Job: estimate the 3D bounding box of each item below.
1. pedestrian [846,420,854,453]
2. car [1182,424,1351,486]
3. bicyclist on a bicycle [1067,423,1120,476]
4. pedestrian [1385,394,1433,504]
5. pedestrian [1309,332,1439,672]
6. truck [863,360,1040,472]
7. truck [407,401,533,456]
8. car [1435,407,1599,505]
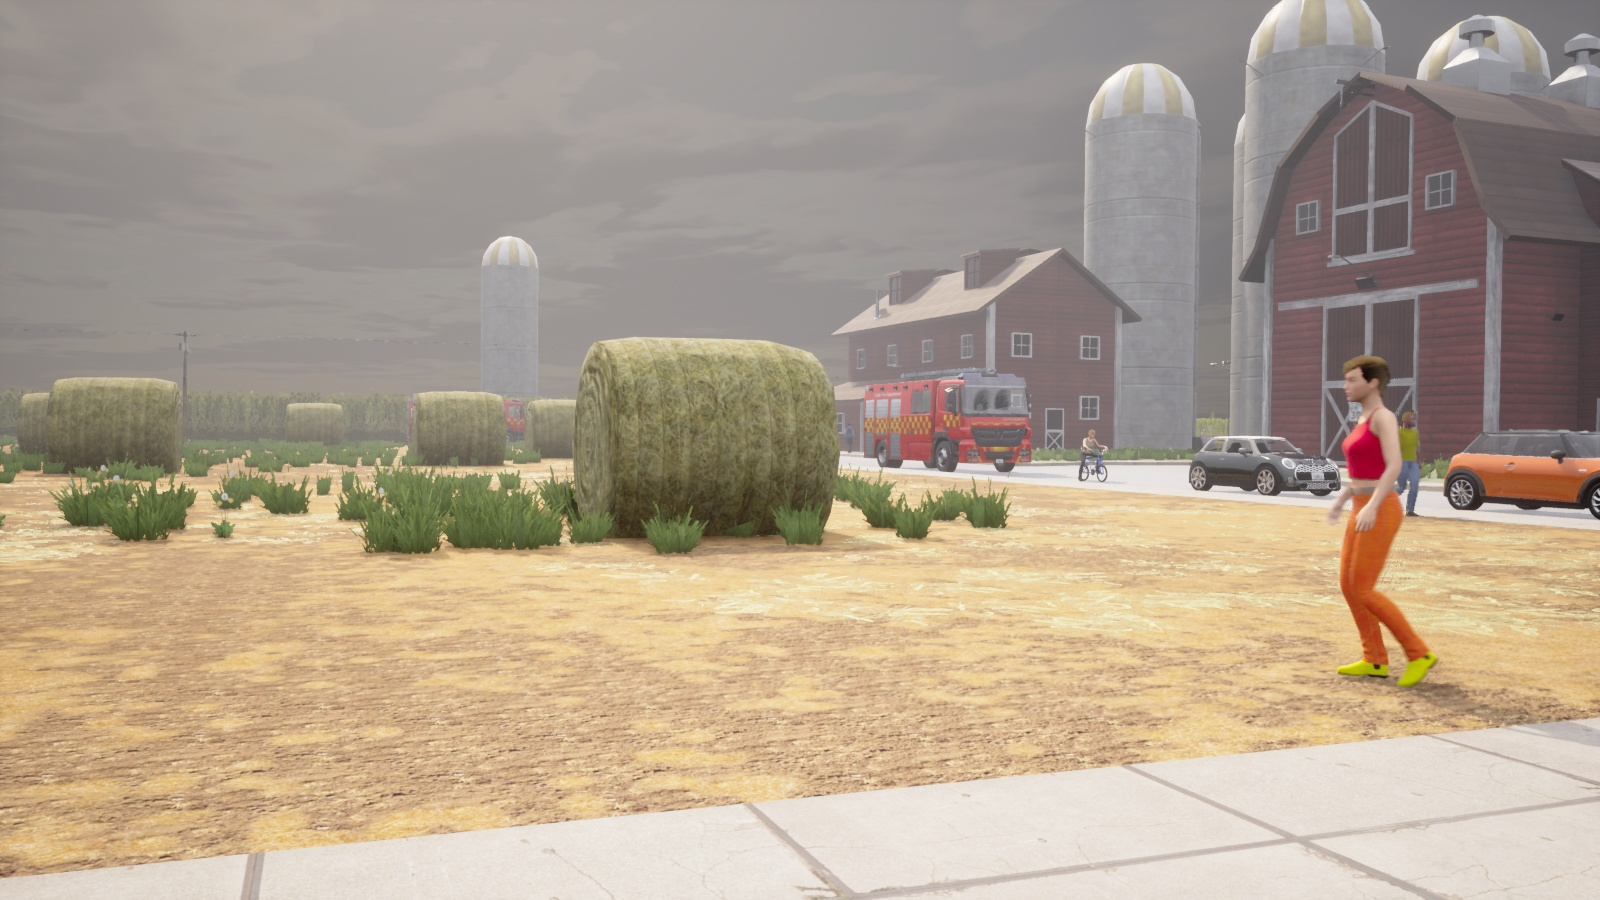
[{"bbox_3d":[2.952,-0.809,74.430,0.396,1.930,0.692,0,1,10],"label":"pedestrian"},{"bbox_3d":[11.792,0.089,31.991,1.970,1.475,3.806,-1,1,-22],"label":"car"},{"bbox_3d":[9.057,-0.021,38.790,0.866,1.612,1.509,-1,1,-22],"label":"bicyclist on a bicycle"},{"bbox_3d":[10.356,-0.029,21.371,0.354,1.836,0.706,-1,1,-15],"label":"pedestrian"},{"bbox_3d":[3.193,0.281,7.013,0.594,1.836,0.345,0,1,11],"label":"pedestrian"},{"bbox_3d":[5.506,-1.246,47.608,2.891,3.827,8.468,-2,1,-22],"label":"truck"},{"bbox_3d":[-23.816,-1.585,90.712,8.468,3.827,2.891,-1,1,-21],"label":"truck"},{"bbox_3d":[14.920,0.071,24.185,2.097,1.767,4.553,-1,1,-22],"label":"car"}]
